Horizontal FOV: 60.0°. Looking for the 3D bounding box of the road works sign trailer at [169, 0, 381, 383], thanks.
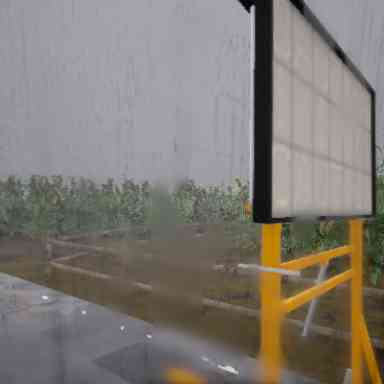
[{"bbox_3d":[0.904,0.611,2.668,2.880,3.560,2.380,-1,-3,40],"label":"road works sign trailer"}]
